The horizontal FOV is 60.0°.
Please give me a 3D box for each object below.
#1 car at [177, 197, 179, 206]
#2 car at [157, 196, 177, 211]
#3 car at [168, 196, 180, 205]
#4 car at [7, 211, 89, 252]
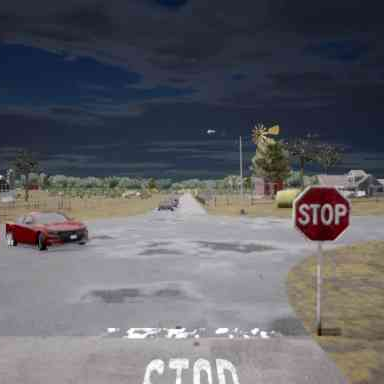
[{"bbox_3d":[-3.229,1.599,50.395,1.994,1.385,4.181,0,0,0],"label":"car"},{"bbox_3d":[-3.125,1.527,40.407,1.837,1.490,4.892,0,0,-1],"label":"car"},{"bbox_3d":[-3.276,1.560,60.781,1.837,1.490,4.892,0,0,0],"label":"car"},{"bbox_3d":[-6.371,1.584,14.480,5.008,1.535,1.882,-4,-2,43],"label":"car"}]
